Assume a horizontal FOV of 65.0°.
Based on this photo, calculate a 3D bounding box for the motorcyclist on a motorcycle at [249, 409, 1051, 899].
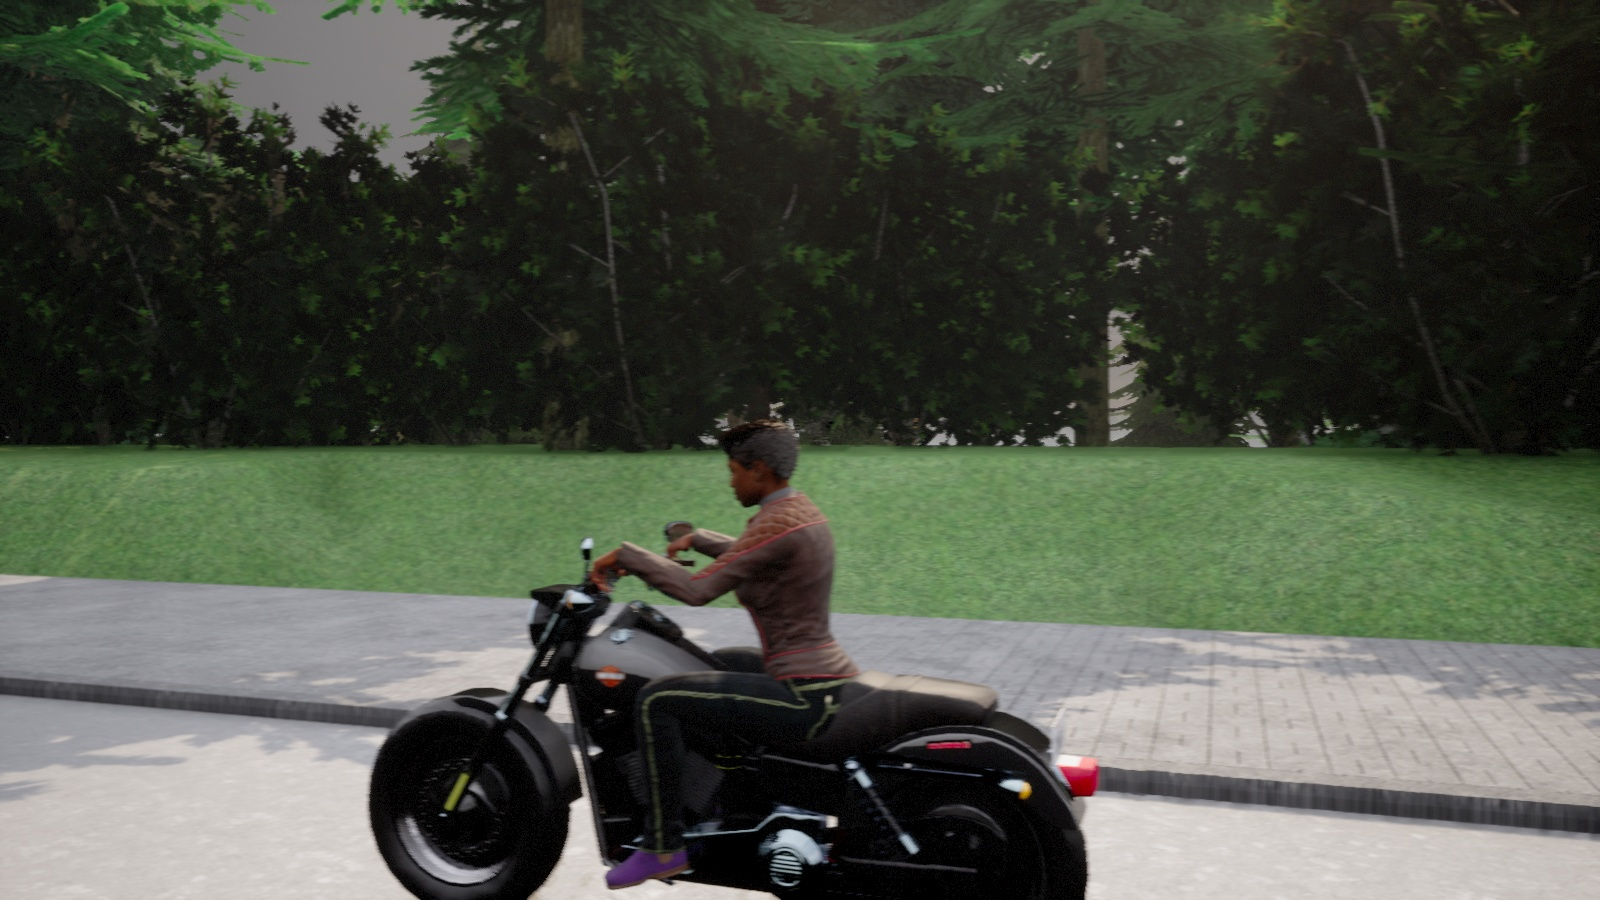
[{"bbox_3d":[-0.468,0.710,3.877,2.350,1.649,0.766,0,1,19],"label":"motorcyclist on a motorcycle"}]
